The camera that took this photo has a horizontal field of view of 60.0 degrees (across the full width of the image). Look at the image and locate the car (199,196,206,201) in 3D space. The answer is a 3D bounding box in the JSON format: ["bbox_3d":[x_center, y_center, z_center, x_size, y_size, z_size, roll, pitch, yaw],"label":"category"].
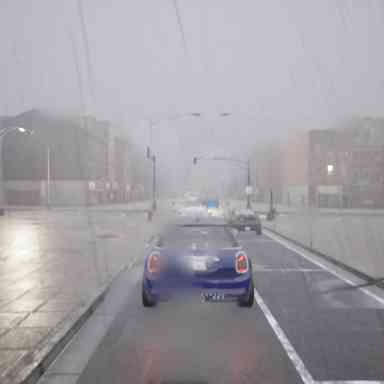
[{"bbox_3d":[2.800,1.869,92.697,1.802,1.307,4.206,-2,-1,0],"label":"car"}]

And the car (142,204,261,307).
[{"bbox_3d":[0.114,1.332,8.058,2.097,1.767,4.553,0,0,0],"label":"car"}]

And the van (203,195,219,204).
[{"bbox_3d":[2.706,1.343,45.087,1.690,1.788,3.998,-1,0,0],"label":"van"}]

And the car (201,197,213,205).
[{"bbox_3d":[2.740,1.616,60.956,2.008,1.369,4.403,-1,0,0],"label":"car"}]

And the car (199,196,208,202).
[{"bbox_3d":[2.779,1.744,82.117,1.887,1.381,4.507,-1,0,0],"label":"car"}]

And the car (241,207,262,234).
[{"bbox_3d":[2.661,1.519,18.128,2.008,1.369,4.403,-1,0,0],"label":"car"}]

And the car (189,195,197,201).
[{"bbox_3d":[0.167,1.597,85.455,2.033,1.411,5.357,0,0,0],"label":"car"}]

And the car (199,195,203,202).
[{"bbox_3d":[2.725,1.354,55.669,2.192,1.841,5.009,-1,0,0],"label":"car"}]

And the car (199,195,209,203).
[{"bbox_3d":[2.767,1.600,76.828,1.967,1.590,4.097,-1,0,0],"label":"car"}]

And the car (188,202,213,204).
[{"bbox_3d":[0.164,1.493,17.878,1.812,1.442,4.674,0,0,1],"label":"car"}]

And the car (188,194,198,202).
[{"bbox_3d":[0.147,1.364,75.064,2.150,2.045,5.566,0,0,0],"label":"car"}]
